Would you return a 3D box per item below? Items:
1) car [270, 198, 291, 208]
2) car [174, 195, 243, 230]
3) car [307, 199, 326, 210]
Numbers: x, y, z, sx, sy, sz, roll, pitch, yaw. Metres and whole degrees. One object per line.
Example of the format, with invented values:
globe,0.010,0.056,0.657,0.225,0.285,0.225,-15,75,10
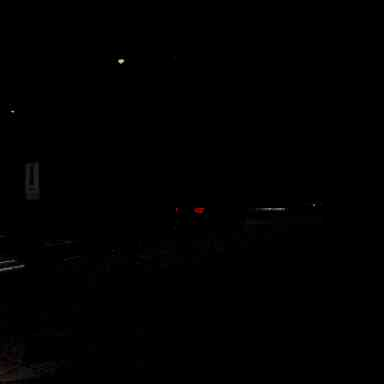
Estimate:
car,13.088,1.612,49.102,1.812,1.442,4.674,-1,-1,35
car,1.183,1.201,21.115,2.150,2.045,5.566,-1,0,35
car,15.937,1.575,41.885,1.994,1.385,4.181,-1,-1,35
